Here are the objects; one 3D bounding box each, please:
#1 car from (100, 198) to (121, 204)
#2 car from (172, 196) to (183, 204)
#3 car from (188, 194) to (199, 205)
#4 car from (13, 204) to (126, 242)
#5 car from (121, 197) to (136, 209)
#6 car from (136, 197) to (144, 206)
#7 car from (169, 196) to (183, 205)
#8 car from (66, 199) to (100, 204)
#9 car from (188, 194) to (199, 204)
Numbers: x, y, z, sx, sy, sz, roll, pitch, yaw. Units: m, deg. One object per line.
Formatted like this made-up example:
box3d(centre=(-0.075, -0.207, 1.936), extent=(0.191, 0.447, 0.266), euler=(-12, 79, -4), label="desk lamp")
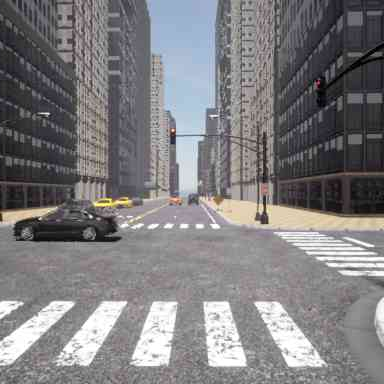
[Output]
box3d(centre=(-9.741, 1.516, 37.462), extent=(1.882, 1.535, 5.008), euler=(0, 0, 0), label="car")
box3d(centre=(-2.970, 1.633, 70.170), extent=(2.128, 1.511, 4.902), euler=(0, 0, 0), label="car")
box3d(centre=(0.279, 1.606, 60.193), extent=(1.837, 1.490, 4.892), euler=(0, 0, 0), label="car")
box3d(centre=(-5.951, 1.509, 15.928), extent=(4.892, 1.490, 1.837), euler=(0, 0, 2), label="car")
box3d(centre=(-9.706, 1.538, 47.143), extent=(1.882, 1.535, 5.008), euler=(0, 0, 0), label="car")
box3d(centre=(-9.634, 1.640, 57.792), extent=(2.033, 1.411, 5.357), euler=(0, 0, 1), label="car")
box3d(centre=(-2.971, 1.452, 59.982), extent=(2.097, 1.767, 4.553), euler=(0, 0, 0), label="car")
box3d(centre=(-9.766, 1.374, 28.275), extent=(2.097, 1.767, 4.553), euler=(0, 0, 0), label="car")
box3d(centre=(0.282, 1.361, 70.401), extent=(2.150, 2.045, 5.566), euler=(0, 0, 0), label="car")
